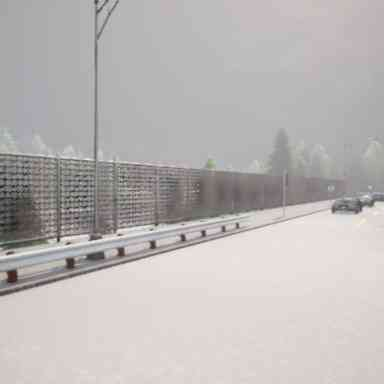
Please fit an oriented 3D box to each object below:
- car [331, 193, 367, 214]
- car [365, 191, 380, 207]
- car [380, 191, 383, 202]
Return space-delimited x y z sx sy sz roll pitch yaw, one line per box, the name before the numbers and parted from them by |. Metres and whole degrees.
car | 13.273 1.051 28.321 1.994 1.385 4.181 1 2 34
car | 18.985 0.841 36.773 2.128 1.511 4.902 1 2 34
car | 27.679 0.623 49.581 1.882 1.535 5.008 1 1 34
